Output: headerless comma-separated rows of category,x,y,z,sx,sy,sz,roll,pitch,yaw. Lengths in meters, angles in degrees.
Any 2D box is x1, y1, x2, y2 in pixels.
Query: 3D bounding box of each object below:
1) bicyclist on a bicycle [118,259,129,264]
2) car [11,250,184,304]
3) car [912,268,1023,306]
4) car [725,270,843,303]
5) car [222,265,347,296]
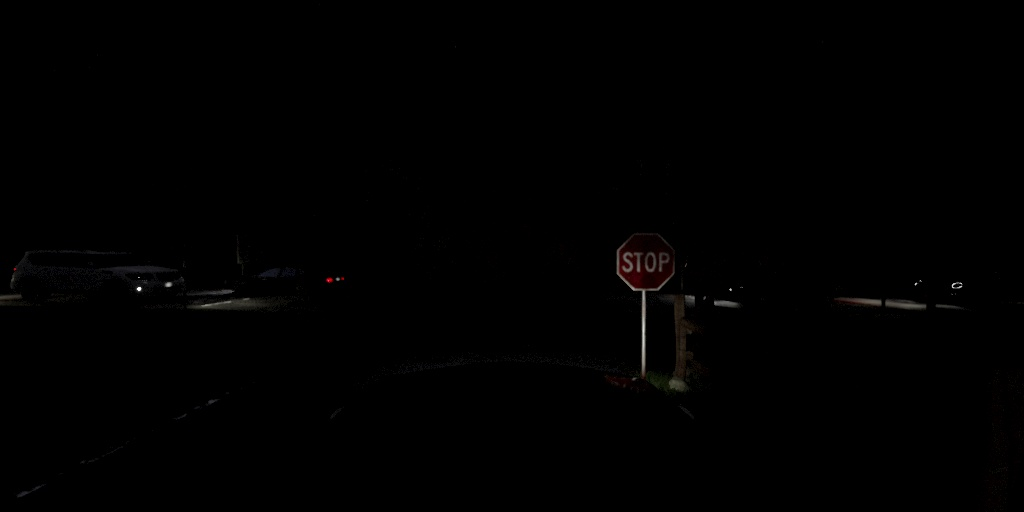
bicyclist on a bicycle,-22.425,0.926,20.735,0.582,1.620,1.656,1,0,1
car,-16.758,0.786,14.678,5.566,2.045,2.150,1,0,1
car,22.225,1.367,17.152,4.553,1.767,2.097,1,0,1
car,12.964,1.412,17.266,4.892,1.490,1.837,1,0,1
car,-11.151,1.167,17.814,5.357,1.411,2.033,1,0,2
